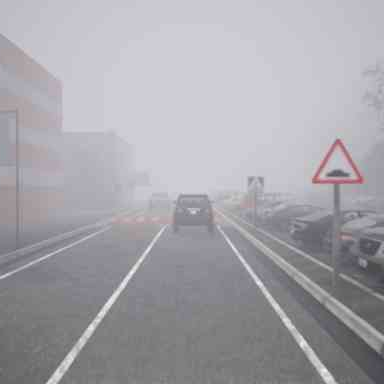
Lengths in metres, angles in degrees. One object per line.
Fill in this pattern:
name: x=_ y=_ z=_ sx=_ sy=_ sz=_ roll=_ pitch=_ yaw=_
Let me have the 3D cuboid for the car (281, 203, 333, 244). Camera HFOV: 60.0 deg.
car: x=6.256 y=1.335 z=12.576 sx=5.008 sy=1.535 sz=2.097 roll=0 pitch=0 yaw=-1

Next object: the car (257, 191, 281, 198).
car: x=18.061 y=0.602 z=77.889 sx=5.008 sy=1.535 sz=2.097 roll=0 pitch=1 yaw=-1

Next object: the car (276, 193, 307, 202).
car: x=18.258 y=1.003 z=60.941 sx=5.008 sy=1.535 sz=2.097 roll=0 pitch=2 yaw=-1

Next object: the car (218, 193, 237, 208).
car: x=5.808 y=1.194 z=35.177 sx=5.366 sy=1.575 sz=1.946 roll=0 pitch=0 yaw=-1

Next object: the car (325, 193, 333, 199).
car: x=18.530 y=1.177 z=38.344 sx=5.008 sy=1.535 sz=2.097 roll=0 pitch=0 yaw=-1

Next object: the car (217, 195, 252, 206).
car: x=5.862 y=1.166 z=46.481 sx=4.674 sy=1.452 sz=2.002 roll=0 pitch=0 yaw=-1

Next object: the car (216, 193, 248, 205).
car: x=5.857 y=0.983 z=49.306 sx=4.553 sy=1.767 sz=2.185 roll=0 pitch=0 yaw=-1

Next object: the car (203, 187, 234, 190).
car: x=5.563 y=0.558 z=69.097 sx=5.566 sy=2.045 sz=2.435 roll=0 pitch=1 yaw=-1

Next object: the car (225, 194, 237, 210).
car: x=6.212 y=1.211 z=32.356 sx=5.366 sy=1.575 sz=1.946 roll=0 pitch=0 yaw=-1

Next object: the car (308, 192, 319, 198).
car: x=18.467 y=1.144 z=43.866 sx=4.892 sy=1.521 sz=2.231 roll=0 pitch=0 yaw=-1

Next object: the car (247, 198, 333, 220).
car: x=6.164 y=1.325 z=21.052 sx=4.674 sy=1.452 sz=2.002 roll=0 pitch=0 yaw=-1

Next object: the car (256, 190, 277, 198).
car: x=18.003 y=0.412 z=80.584 sx=4.553 sy=1.767 sz=2.185 roll=0 pitch=1 yaw=-1

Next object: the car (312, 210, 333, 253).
car: x=6.293 y=1.389 z=9.749 sx=4.674 sy=1.452 sz=2.002 roll=0 pitch=0 yaw=-1

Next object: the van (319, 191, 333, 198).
van: x=18.609 y=0.934 z=41.041 sx=4.442 sy=1.987 sz=1.878 roll=0 pitch=0 yaw=-1

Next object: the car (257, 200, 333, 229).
car: x=6.192 y=1.343 z=18.226 sx=4.674 sy=1.452 sz=2.002 roll=0 pitch=0 yaw=-1

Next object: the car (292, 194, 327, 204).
car: x=18.394 y=1.119 z=52.336 sx=4.792 sy=1.488 sz=2.163 roll=0 pitch=0 yaw=-1

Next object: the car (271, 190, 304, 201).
car: x=18.203 y=0.688 z=63.769 sx=5.566 sy=2.045 sz=2.435 roll=0 pitch=1 yaw=-1

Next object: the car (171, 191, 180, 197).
car: x=-3.884 y=0.453 z=78.474 sx=1.837 sy=1.490 sz=4.892 roll=0 pitch=1 yaw=-1

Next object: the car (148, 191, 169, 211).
car: x=-3.485 y=0.956 z=36.454 sx=2.150 sy=2.045 sz=5.566 roll=0 pitch=0 yaw=0

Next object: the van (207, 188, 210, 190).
van: x=5.741 y=0.651 z=66.275 sx=4.442 sy=1.987 sz=1.878 roll=0 pitch=1 yaw=-1

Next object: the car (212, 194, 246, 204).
car: x=5.787 y=1.091 z=52.132 sx=5.008 sy=1.535 sz=2.097 roll=0 pitch=0 yaw=-1

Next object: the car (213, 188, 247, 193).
car: x=5.921 y=0.893 z=43.654 sx=5.566 sy=2.045 sz=2.435 roll=0 pitch=0 yaw=-1

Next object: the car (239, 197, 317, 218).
car: x=6.098 y=1.297 z=23.877 sx=4.792 sy=1.488 sz=2.163 roll=0 pitch=0 yaw=-1

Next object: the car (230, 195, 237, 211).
car: x=6.058 y=1.272 z=29.528 sx=4.674 sy=1.452 sz=2.002 roll=0 pitch=0 yaw=-1

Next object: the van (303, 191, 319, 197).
van: x=18.545 y=0.899 z=46.691 sx=4.442 sy=1.987 sz=1.878 roll=0 pitch=0 yaw=-1

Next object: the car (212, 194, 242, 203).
car: x=5.756 y=1.113 z=54.958 sx=4.674 sy=1.452 sz=2.002 roll=0 pitch=0 yaw=-1

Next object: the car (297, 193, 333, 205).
car: x=18.362 y=0.981 z=49.636 sx=4.553 sy=1.767 sz=2.185 roll=0 pitch=0 yaw=-1

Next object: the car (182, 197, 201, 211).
car: x=-0.040 y=1.297 z=36.694 sx=1.994 sy=1.385 sz=4.181 roll=0 pitch=0 yaw=0

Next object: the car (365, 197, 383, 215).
car: x=18.630 y=1.230 z=29.875 sx=5.008 sy=1.535 sz=2.097 roll=0 pitch=0 yaw=-1

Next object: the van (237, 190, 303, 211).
van: x=6.211 y=1.024 z=26.703 sx=4.442 sy=1.987 sz=1.878 roll=0 pitch=0 yaw=-1

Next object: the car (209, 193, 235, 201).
car: x=5.660 y=0.984 z=63.455 sx=4.674 sy=1.452 sz=2.002 roll=0 pitch=1 yaw=-1

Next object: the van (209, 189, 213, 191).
van: x=5.806 y=0.779 z=60.746 sx=4.442 sy=1.987 sz=1.878 roll=0 pitch=1 yaw=-1

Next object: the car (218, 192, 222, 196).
car: x=6.112 y=1.159 z=40.832 sx=5.366 sy=1.575 sz=1.946 roll=0 pitch=0 yaw=-1

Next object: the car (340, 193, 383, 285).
car: x=6.300 y=1.112 z=6.922 sx=5.566 sy=2.045 sz=2.435 roll=0 pitch=0 yaw=-1

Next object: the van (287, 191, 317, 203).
van: x=18.211 y=0.846 z=55.158 sx=4.442 sy=1.987 sz=1.878 roll=0 pitch=0 yaw=-1

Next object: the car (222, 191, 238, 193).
car: x=5.991 y=1.054 z=38.004 sx=4.553 sy=1.767 sz=2.185 roll=0 pitch=0 yaw=-1

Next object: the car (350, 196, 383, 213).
car: x=18.587 y=1.212 z=32.698 sx=5.008 sy=1.535 sz=2.097 roll=0 pitch=0 yaw=-1

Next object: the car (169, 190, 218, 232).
car: x=0.062 y=1.083 z=19.176 sx=2.150 sy=2.045 sz=5.566 roll=0 pitch=1 yaw=0
